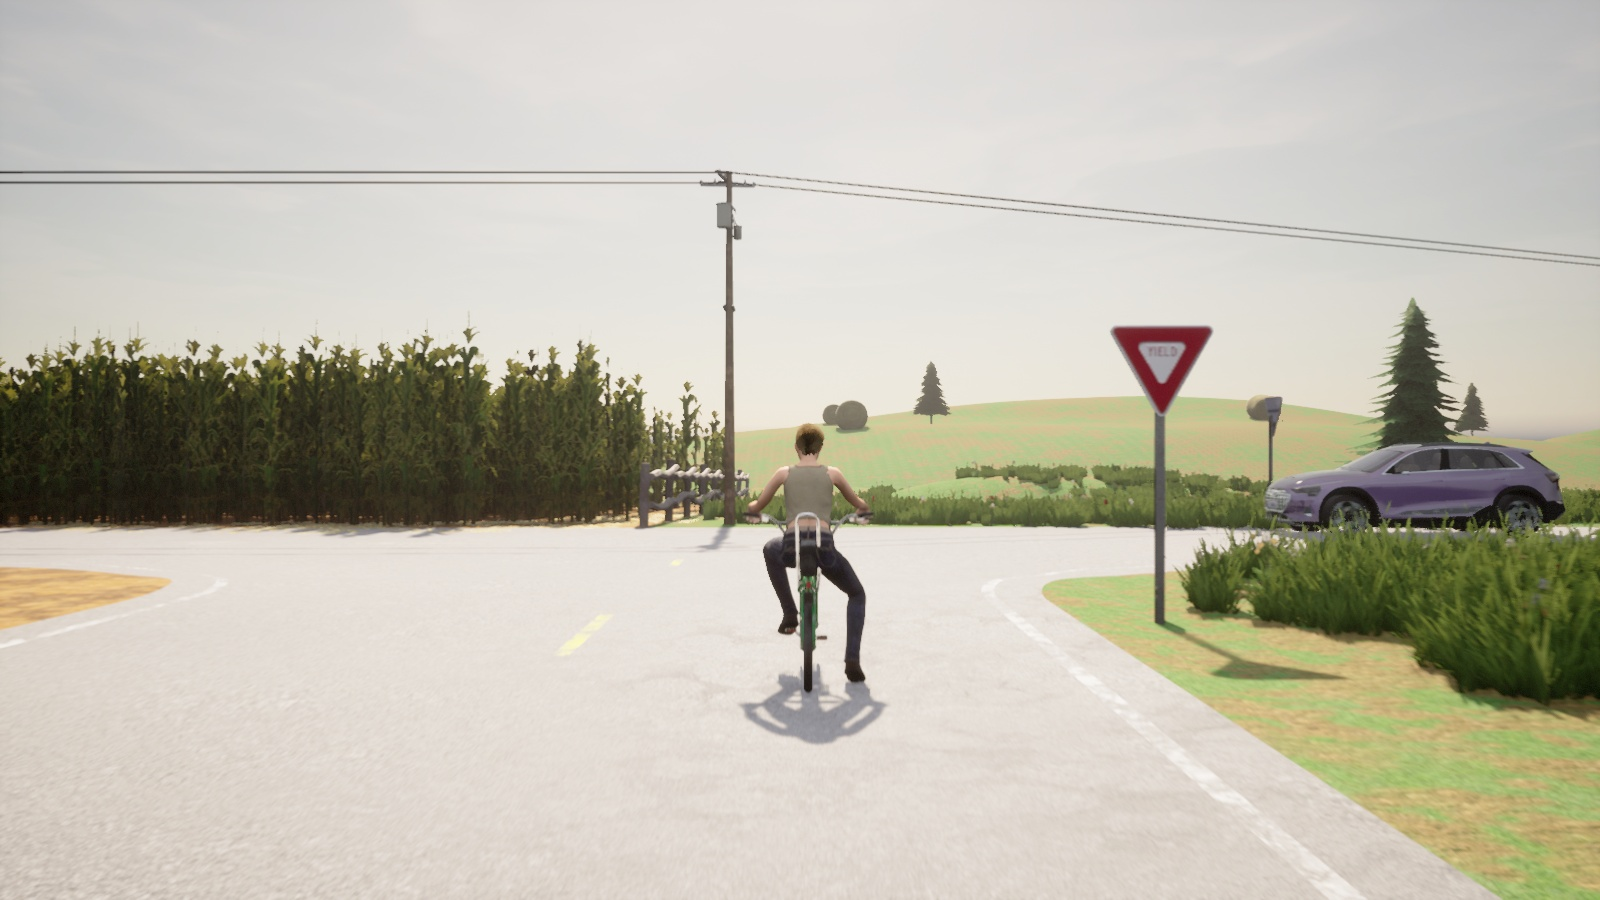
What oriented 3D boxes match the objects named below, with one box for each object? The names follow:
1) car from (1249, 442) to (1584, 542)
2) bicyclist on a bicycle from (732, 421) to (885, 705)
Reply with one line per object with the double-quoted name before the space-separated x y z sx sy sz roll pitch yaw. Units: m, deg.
"car" 10.631 0.693 21.926 4.856 1.649 2.033 0 0 0
"bicyclist on a bicycle" 0.053 0.635 7.873 0.866 1.612 1.509 0 0 1
